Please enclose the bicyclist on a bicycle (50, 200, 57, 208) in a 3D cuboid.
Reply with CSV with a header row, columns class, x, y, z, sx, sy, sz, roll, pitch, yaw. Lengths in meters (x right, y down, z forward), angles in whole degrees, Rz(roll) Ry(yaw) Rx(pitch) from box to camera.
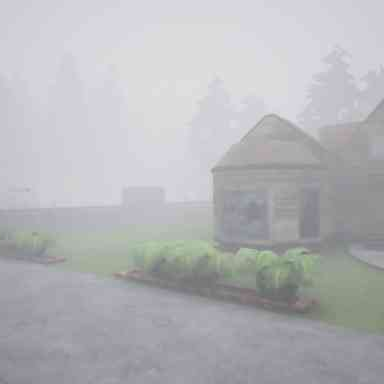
class,x,y,z,sx,sy,sz,roll,pitch,yaw
bicyclist on a bicycle,-14.195,1.688,33.992,1.656,1.620,0.582,-1,-1,35
